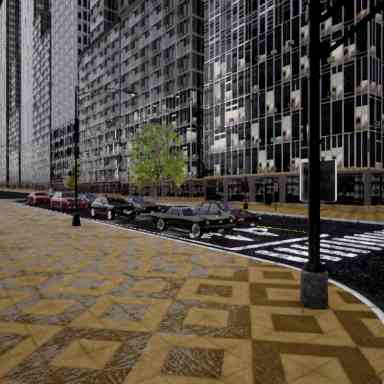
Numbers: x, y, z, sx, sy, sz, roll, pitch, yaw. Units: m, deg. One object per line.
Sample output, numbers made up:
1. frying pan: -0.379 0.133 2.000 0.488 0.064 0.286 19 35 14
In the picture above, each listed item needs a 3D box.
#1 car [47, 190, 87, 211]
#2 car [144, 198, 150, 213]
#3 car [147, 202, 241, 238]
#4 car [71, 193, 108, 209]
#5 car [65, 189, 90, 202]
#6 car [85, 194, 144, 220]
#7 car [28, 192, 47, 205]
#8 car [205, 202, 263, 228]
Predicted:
1. car: -11.768 0.776 31.501 2.097 1.767 4.553 0 1 -38
2. car: -4.611 1.104 27.640 2.033 1.411 5.357 0 1 -37
3. car: -0.065 1.372 16.587 1.895 1.301 4.718 0 1 -38
4. car: -11.114 0.911 35.941 2.033 1.411 5.357 0 1 -38
5. car: -16.981 0.454 49.034 2.097 1.767 4.553 0 1 -38
6. car: -5.654 1.110 23.698 1.837 1.490 4.892 0 1 -38
7. car: -18.156 0.710 39.727 1.882 1.535 5.008 0 1 -37
8. car: 1.659 1.289 19.706 2.033 1.411 5.357 0 1 -36
